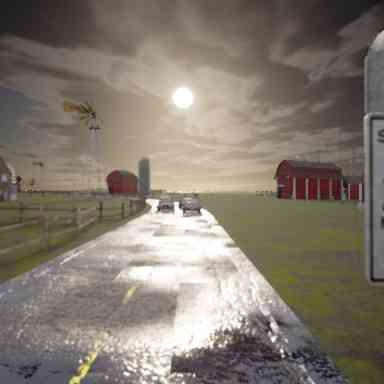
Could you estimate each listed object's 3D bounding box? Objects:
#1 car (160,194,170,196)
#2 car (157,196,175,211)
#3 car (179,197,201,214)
[{"bbox_3d":[-4.047,1.010,49.916,1.882,1.535,5.008,0,0,-8],"label":"car"},{"bbox_3d":[-3.003,1.509,39.270,1.994,1.385,4.181,0,0,-2],"label":"car"},{"bbox_3d":[-0.065,1.447,35.173,2.128,1.511,4.902,0,0,-2],"label":"car"}]
